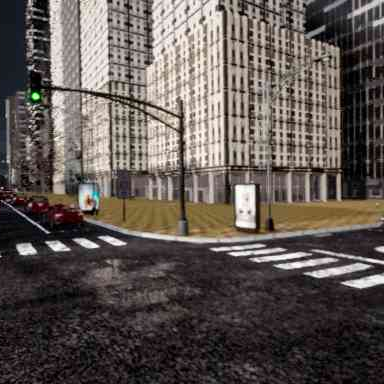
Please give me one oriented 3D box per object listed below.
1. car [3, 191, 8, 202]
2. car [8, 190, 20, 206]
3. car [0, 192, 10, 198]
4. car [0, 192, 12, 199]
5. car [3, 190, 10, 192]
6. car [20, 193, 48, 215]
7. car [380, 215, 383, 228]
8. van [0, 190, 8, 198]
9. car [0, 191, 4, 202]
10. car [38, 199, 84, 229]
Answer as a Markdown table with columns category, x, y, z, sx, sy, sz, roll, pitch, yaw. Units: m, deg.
| category | x | y | z | sx | sy | sz | roll | pitch | yaw |
| --- | --- | --- | --- | --- | --- | --- | --- | --- | --- |
| car | -27.862 | 0.901 | 52.031 | 2.008 | 1.369 | 4.403 | -1 | 1 | -32 |
| car | -22.023 | 0.893 | 42.643 | 1.967 | 1.590 | 4.097 | -1 | 1 | -32 |
| car | -42.461 | 0.684 | 75.498 | 1.802 | 1.307 | 4.206 | -1 | 1 | -32 |
| car | -39.541 | 0.701 | 70.803 | 2.008 | 1.369 | 4.403 | -1 | 1 | -32 |
| car | -30.782 | 0.845 | 56.724 | 1.887 | 1.381 | 4.507 | -1 | 1 | -32 |
| car | -13.263 | 1.051 | 28.563 | 1.967 | 1.590 | 4.097 | -1 | 1 | -32 |
| car | 12.446 | 1.384 | 18.874 | 4.403 | 1.369 | 2.008 | 0 | -1 | -32 |
| van | -45.382 | 0.395 | 80.188 | 1.690 | 1.788 | 3.998 | -1 | 1 | -32 |
| car | -31.444 | 0.979 | 52.875 | 1.895 | 1.301 | 4.718 | -1 | 1 | -32 |
| car | -7.422 | 1.300 | 19.179 | 1.802 | 1.307 | 4.206 | -1 | 1 | -32 |
